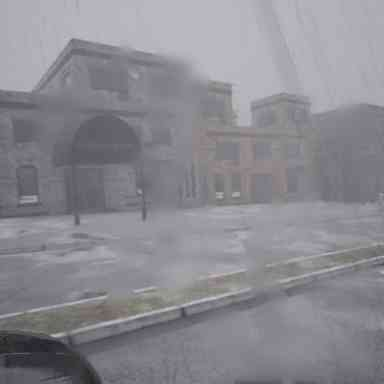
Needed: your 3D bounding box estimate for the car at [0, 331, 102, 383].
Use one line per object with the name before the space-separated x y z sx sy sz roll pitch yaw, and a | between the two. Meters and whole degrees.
car | -2.799 1.494 1.444 4.902 1.511 2.128 0 0 -35
